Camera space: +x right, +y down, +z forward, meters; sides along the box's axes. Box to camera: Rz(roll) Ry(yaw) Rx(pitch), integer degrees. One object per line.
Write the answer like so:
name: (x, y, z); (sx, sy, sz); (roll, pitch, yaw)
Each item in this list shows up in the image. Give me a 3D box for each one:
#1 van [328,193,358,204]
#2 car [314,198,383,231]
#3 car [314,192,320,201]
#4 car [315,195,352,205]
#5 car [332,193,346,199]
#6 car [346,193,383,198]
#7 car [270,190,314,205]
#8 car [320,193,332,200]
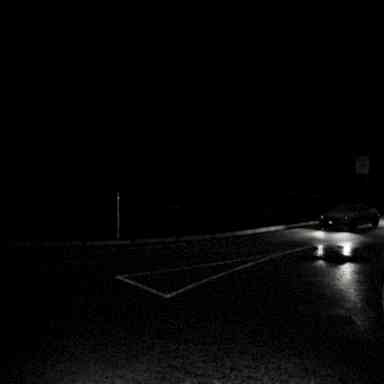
van: (26.333, 1.112, 58.194); (1.878, 1.987, 4.442); (2, -1, -41)
car: (9.215, 1.318, 19.286); (4.674, 1.442, 1.812); (-1, 1, -39)
car: (15.717, 1.076, 49.117); (2.231, 1.521, 4.892); (1, 0, -41)
car: (24.021, 1.267, 56.589); (1.946, 1.575, 5.366); (2, -1, -41)
car: (22.011, 1.209, 54.846); (1.946, 1.575, 5.366); (1, -1, -41)
car: (20.134, 0.931, 36.728); (2.185, 1.767, 4.553); (1, 0, -41)
car: (13.726, 0.794, 47.344); (2.435, 2.045, 5.566); (1, 0, -41)
car: (17.836, 0.859, 50.941); (2.435, 2.045, 5.566); (1, 0, -41)
